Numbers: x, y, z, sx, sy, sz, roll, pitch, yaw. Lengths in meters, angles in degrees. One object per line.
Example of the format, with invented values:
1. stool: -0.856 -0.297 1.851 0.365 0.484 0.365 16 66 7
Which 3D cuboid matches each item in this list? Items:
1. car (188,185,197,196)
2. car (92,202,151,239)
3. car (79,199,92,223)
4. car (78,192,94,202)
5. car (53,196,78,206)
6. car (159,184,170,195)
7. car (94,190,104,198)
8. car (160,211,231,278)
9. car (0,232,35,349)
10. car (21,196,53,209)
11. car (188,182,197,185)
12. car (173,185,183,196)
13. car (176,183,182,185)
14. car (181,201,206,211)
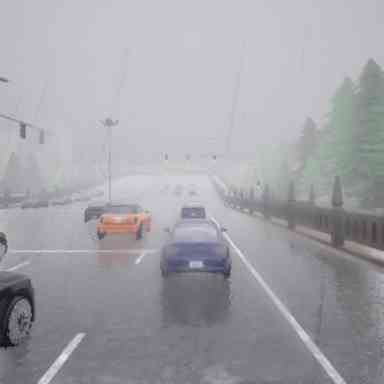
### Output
1. car: 0.084 -0.030 76.986 1.882 1.535 5.008 0 7 0
2. car: -3.400 1.359 17.503 2.097 1.767 4.553 0 0 0
3. car: -6.902 1.518 25.897 1.837 1.490 4.892 0 0 0
4. car: -20.989 1.192 63.923 1.994 1.385 4.181 0 3 0
5. car: -21.025 1.533 54.188 2.033 1.411 5.357 0 1 0
6. car: -6.902 -0.256 79.467 2.033 1.411 5.357 0 7 0
7. car: -20.932 0.336 74.152 2.128 1.511 4.902 0 6 0
8. car: 0.099 1.531 10.072 1.812 1.442 4.674 0 0 0
9. car: -3.403 1.494 3.372 2.128 1.511 4.902 0 0 0
10. car: -21.075 1.372 44.803 2.097 1.767 4.553 0 0 0
11. car: 0.139 -1.618 86.999 2.150 2.045 5.566 0 7 0
12. car: -3.416 -0.008 77.006 1.837 1.490 4.892 0 7 0
13. car: -3.361 -1.482 86.976 2.097 1.767 4.553 0 7 0
14. car: 0.099 1.491 27.103 1.882 1.535 5.008 0 0 0
